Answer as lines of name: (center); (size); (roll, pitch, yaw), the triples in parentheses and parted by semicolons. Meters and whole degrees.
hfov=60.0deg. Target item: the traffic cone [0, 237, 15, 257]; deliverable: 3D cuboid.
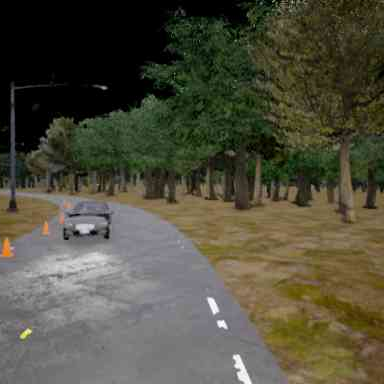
traffic cone: (-5.878, 1.735, 10.580); (0.340, 0.580, 0.340); (0, 1, -9)

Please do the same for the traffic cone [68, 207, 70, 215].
traffic cone: (-9.185, 1.432, 24.759); (0.340, 0.580, 0.340); (0, 1, -18)

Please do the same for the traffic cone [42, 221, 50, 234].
traffic cone: (-6.734, 1.640, 15.362); (0.340, 0.580, 0.340); (0, 1, -12)

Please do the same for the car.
car: (-4.548, 1.194, 15.062); (2.128, 1.511, 4.902); (0, 1, -11)
